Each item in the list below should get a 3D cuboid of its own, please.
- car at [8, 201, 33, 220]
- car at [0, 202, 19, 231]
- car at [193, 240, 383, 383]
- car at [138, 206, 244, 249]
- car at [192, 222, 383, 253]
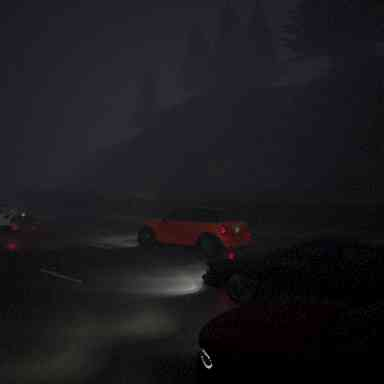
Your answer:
[{"bbox_3d":[-14.045,1.461,26.319,1.812,1.442,4.674,0,0,-43],"label":"car"},{"bbox_3d":[-11.784,1.473,18.917,4.674,1.442,1.812,0,0,44],"label":"car"},{"bbox_3d":[2.319,1.486,2.438,5.008,1.535,1.882,0,0,35],"label":"car"},{"bbox_3d":[-0.051,1.347,13.080,4.553,1.767,2.097,0,0,39],"label":"car"},{"bbox_3d":[2.818,1.556,6.341,5.357,1.411,2.033,0,0,36],"label":"car"}]
